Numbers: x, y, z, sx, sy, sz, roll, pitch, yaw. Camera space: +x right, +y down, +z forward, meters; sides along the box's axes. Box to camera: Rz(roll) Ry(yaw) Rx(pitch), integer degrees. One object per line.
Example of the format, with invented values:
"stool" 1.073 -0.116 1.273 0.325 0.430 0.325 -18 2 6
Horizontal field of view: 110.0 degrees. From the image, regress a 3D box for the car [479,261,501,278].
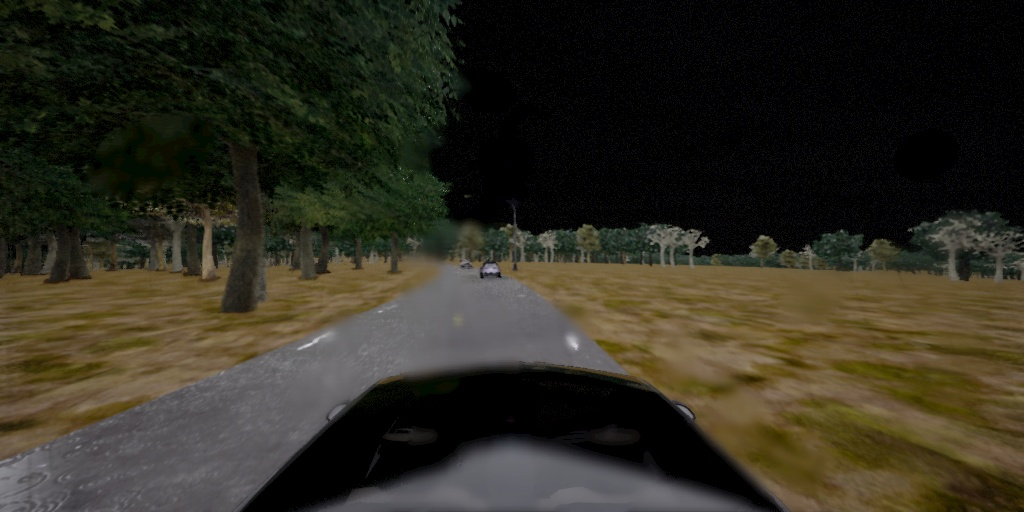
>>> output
"car" -2.177 1.328 34.970 2.033 1.649 4.856 0 -1 -7
